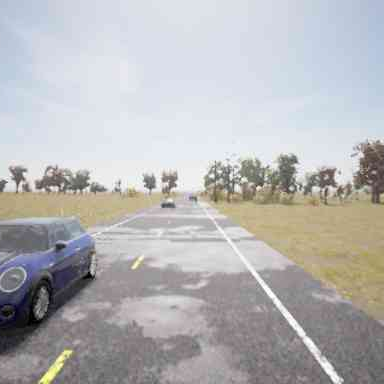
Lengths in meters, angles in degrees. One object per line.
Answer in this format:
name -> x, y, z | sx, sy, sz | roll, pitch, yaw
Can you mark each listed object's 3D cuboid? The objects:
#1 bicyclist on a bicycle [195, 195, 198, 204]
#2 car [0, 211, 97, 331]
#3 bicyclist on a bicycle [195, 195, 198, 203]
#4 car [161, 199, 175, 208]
bicyclist on a bicycle -> 0.963, 1.643, 69.078 | 0.866, 1.612, 1.509 | 0, -1, 0
car -> -3.601, 1.372, 7.093 | 2.097, 1.767, 4.553 | 0, 0, 0
bicyclist on a bicycle -> 0.964, 1.604, 77.698 | 0.659, 1.776, 1.843 | 0, 0, 0
car -> -3.565, 1.711, 50.385 | 1.994, 1.385, 4.181 | 0, 0, 0
